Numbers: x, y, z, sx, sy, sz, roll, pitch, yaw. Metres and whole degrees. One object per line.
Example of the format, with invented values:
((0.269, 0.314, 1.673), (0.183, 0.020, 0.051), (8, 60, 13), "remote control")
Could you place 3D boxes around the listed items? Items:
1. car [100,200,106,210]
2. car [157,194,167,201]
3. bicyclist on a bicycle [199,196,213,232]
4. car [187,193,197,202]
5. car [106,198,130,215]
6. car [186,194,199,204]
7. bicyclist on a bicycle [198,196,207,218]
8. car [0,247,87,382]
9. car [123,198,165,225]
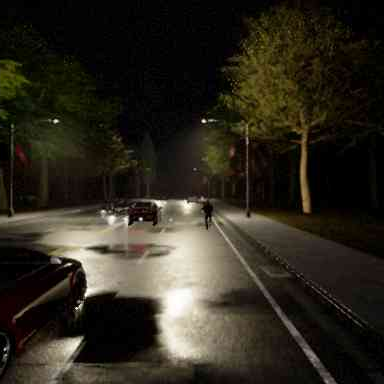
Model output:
((-9.844, 1.403, 41.423), (2.033, 1.411, 5.357), (0, 0, 0), "car")
((-6.508, 1.248, 73.094), (1.837, 1.490, 4.892), (0, 0, 0), "car")
((0.889, 1.295, 18.570), (0.659, 1.776, 1.843), (0, 0, 0), "bicyclist on a bicycle")
((-0.008, 1.156, 73.520), (2.097, 1.767, 4.553), (0, 0, 0), "car")
((-6.600, 1.384, 32.404), (1.837, 1.490, 4.892), (0, 0, 0), "car")
((0.095, 1.343, 58.566), (1.812, 1.442, 4.674), (0, 0, 0), "car")
((0.888, 1.260, 28.686), (0.659, 1.776, 1.843), (0, 0, 0), "bicyclist on a bicycle")
((-3.152, 1.542, 5.191), (1.994, 1.385, 4.181), (0, 0, 0), "car")
((-3.154, 1.414, 22.950), (1.837, 1.490, 4.892), (0, 0, 0), "car")
